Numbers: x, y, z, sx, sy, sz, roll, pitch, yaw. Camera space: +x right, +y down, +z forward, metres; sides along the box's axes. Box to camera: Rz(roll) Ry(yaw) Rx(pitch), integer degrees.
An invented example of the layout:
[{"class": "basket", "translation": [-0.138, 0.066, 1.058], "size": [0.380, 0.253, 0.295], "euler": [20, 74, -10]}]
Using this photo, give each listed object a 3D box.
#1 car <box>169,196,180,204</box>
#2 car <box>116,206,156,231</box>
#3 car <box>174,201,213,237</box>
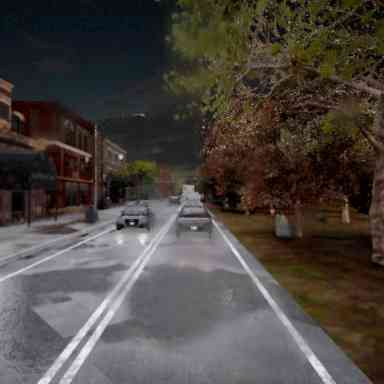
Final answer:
[{"class": "car", "translation": [-3.278, 1.457, 62.334], "size": [1.882, 1.535, 5.008], "euler": [0, 0, 1]}, {"class": "car", "translation": [-3.350, 1.560, 20.491], "size": [1.994, 1.385, 4.181], "euler": [0, 0, 0]}, {"class": "car", "translation": [0.099, 1.488, 18.135], "size": [2.128, 1.511, 4.902], "euler": [0, 0, 0]}]
